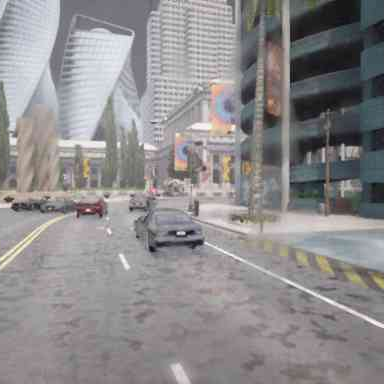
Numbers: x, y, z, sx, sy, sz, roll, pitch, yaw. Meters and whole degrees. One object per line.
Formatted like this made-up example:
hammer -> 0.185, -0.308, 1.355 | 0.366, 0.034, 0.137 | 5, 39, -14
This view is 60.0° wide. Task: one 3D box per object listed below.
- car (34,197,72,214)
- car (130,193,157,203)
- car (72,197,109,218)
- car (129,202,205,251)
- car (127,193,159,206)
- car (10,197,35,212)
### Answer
car -> -11.692, 1.171, 29.304 | 1.994, 1.385, 4.181 | 0, 1, 0
car -> -4.702, 1.112, 32.242 | 2.033, 1.411, 5.357 | 0, 1, 3
car -> -7.807, 1.123, 26.415 | 1.882, 1.535, 5.008 | 0, 1, -7
car -> -1.116, 1.366, 13.281 | 2.033, 1.411, 5.357 | 0, 1, -17
car -> -6.079, 0.921, 42.076 | 2.128, 1.511, 4.902 | 0, 0, 18
car -> -15.212, 1.176, 31.796 | 1.895, 1.301, 4.718 | 0, 1, 3
